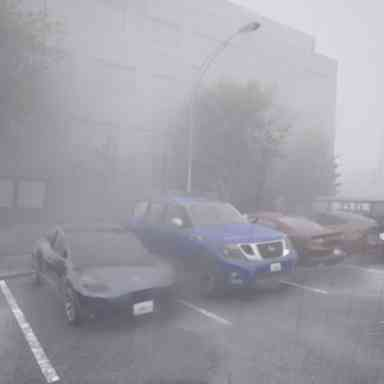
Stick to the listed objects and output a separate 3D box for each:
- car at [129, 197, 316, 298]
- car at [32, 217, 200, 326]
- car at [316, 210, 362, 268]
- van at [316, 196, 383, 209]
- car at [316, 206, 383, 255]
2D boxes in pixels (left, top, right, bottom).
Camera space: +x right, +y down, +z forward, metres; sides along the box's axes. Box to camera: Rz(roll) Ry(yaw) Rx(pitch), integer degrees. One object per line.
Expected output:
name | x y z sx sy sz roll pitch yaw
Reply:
car | 0.094 1.174 8.997 2.435 2.045 5.566 -1 0 -35
car | -2.178 1.484 7.377 2.163 1.488 4.792 -1 0 -35
car | 2.307 1.401 10.608 2.097 1.535 5.008 -1 0 -36
van | 6.814 1.180 13.965 1.878 1.987 4.442 0 0 -35
car | 4.595 1.421 12.276 2.163 1.488 4.792 0 0 -35
